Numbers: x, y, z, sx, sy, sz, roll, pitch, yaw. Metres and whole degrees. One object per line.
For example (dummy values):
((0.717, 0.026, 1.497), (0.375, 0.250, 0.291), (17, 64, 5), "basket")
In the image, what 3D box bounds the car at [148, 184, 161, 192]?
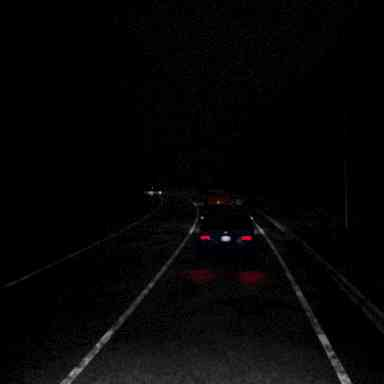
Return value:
((-7.183, -0.838, 63.332), (1.882, 1.535, 5.008), (2, 2, -17), "car")

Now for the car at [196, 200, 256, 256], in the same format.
((1.226, 1.256, 11.813), (2.033, 1.411, 5.357), (0, 2, 6), "car")

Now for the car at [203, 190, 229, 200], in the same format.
((2.054, 0.548, 28.675), (1.882, 1.535, 5.008), (1, 2, -1), "car")
